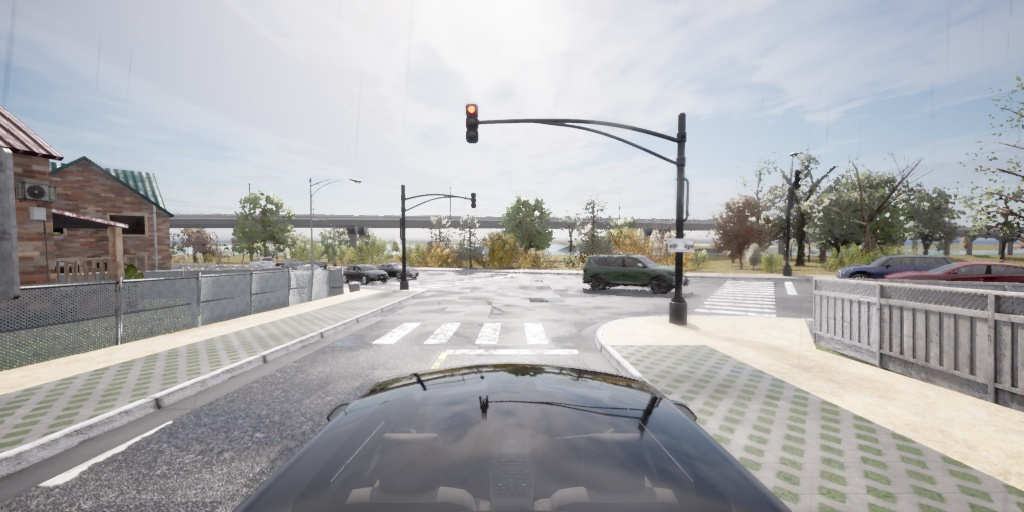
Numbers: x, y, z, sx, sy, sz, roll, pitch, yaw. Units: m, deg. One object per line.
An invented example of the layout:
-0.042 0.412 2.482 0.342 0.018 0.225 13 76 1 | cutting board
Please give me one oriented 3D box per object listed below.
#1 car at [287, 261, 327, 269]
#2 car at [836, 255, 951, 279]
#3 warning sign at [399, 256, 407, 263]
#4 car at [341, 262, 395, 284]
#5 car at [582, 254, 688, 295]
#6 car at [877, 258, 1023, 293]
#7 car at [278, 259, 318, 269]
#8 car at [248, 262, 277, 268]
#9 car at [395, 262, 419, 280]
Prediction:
-19.714 1.549 35.071 4.674 1.442 1.812 0 2 36 | car
19.830 0.755 18.579 4.553 1.767 2.097 0 2 36 | car
-14.236 0.719 46.795 1.060 1.860 1.300 0 0 36 | warning sign
-12.199 1.466 29.595 4.892 1.490 1.837 0 2 36 | car
6.624 0.932 19.898 5.566 2.045 2.150 -1 2 37 | car
19.184 0.981 15.037 5.008 1.535 1.882 0 2 36 | car
-26.091 1.485 43.730 4.892 1.490 1.837 0 2 36 | car
-30.424 1.714 42.876 4.718 1.301 1.895 0 2 36 | car
-10.429 1.340 32.323 4.902 1.511 2.128 0 2 36 | car
